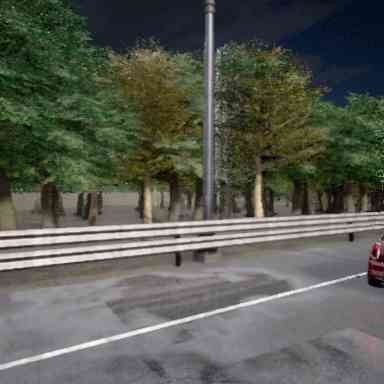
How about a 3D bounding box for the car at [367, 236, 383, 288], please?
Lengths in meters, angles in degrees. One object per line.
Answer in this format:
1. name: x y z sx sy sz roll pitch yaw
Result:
1. car: 6.418 1.458 8.326 4.553 1.767 2.097 1 0 -35
